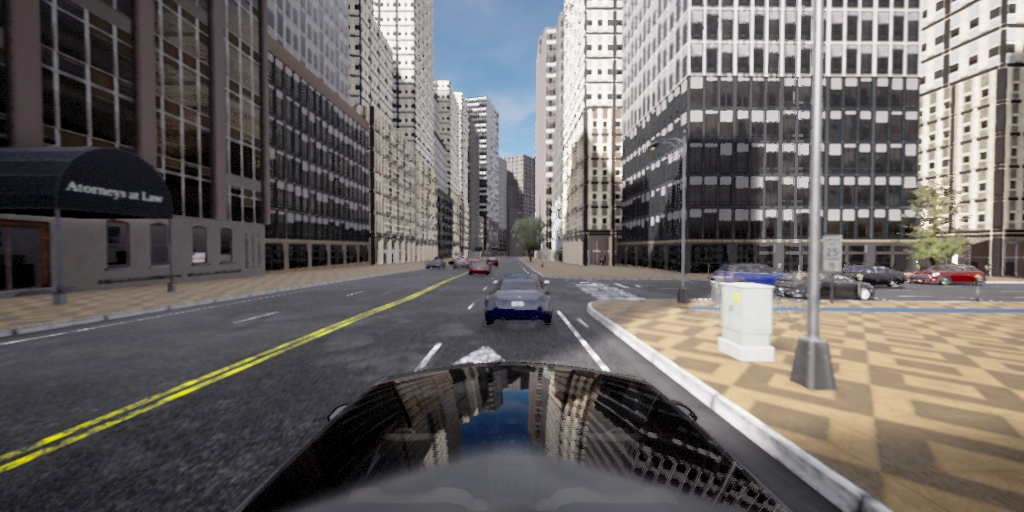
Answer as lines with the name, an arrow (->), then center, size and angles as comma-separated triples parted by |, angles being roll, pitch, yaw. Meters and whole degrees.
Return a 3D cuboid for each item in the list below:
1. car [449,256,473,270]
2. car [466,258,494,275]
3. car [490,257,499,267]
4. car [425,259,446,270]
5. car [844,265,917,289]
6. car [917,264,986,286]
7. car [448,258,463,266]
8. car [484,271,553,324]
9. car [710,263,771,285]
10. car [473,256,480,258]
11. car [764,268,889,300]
car -> -6.569, 1.047, 47.074 | 1.812, 1.442, 4.674 | 0, 0, 0
car -> -3.144, 1.144, 35.926 | 1.994, 1.385, 4.181 | 0, 0, 0
car -> -3.137, 0.943, 58.267 | 1.882, 1.535, 5.008 | 0, 0, 0
car -> -9.823, 1.071, 46.676 | 2.033, 1.411, 5.357 | 0, 0, 0
car -> 23.665, 1.385, 24.340 | 4.902, 1.511, 2.128 | 1, 1, -1
car -> 32.748, 1.368, 27.063 | 4.097, 1.591, 1.967 | 0, 0, -1
car -> -9.768, 1.046, 62.383 | 1.895, 1.301, 4.718 | 0, 0, 1
car -> 0.295, 1.265, 11.728 | 1.994, 1.385, 4.181 | 0, 0, 4
car -> 14.372, 1.219, 21.131 | 4.553, 1.767, 2.097 | 1, 1, 0
car -> -6.522, 0.797, 62.577 | 2.097, 1.767, 4.553 | 0, 0, 1
car -> 15.917, 1.493, 18.347 | 4.403, 1.370, 2.007 | 0, 0, -1
